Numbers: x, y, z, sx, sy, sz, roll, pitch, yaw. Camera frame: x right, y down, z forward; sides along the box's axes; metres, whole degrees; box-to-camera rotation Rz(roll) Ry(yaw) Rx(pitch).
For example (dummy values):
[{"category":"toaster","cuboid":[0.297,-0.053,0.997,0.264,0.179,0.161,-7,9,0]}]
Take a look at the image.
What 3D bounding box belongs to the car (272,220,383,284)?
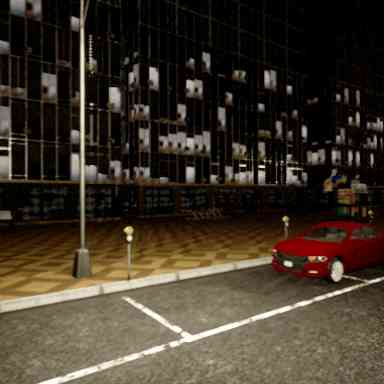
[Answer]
[{"category":"car","cuboid":[4.224,1.542,9.576,4.507,1.381,1.887,0,0,-36]}]
